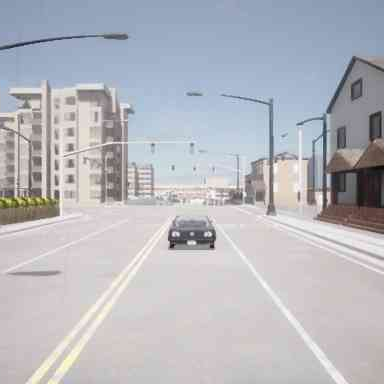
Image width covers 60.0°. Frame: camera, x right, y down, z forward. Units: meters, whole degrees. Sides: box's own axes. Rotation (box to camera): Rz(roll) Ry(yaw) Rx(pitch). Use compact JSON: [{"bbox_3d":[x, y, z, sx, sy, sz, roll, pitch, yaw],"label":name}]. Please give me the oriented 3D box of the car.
[{"bbox_3d":[0.000,1.614,14.680,1.895,1.301,4.718,0,0,0],"label":"car"}]
